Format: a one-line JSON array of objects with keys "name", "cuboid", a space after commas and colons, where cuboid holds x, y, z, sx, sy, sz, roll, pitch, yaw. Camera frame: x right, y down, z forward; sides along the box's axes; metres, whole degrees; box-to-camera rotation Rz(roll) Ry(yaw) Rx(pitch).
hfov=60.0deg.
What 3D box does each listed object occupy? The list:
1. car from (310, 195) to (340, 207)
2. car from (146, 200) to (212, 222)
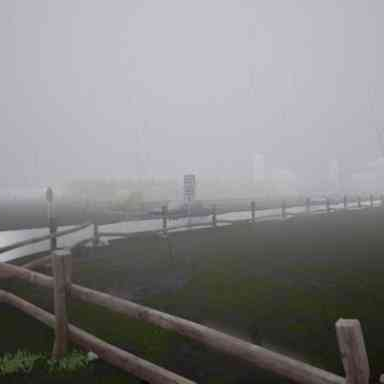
[{"name": "car", "cuboid": [16.249, 1.025, 40.765, 5.357, 1.411, 2.033, -1, 1, -44]}, {"name": "car", "cuboid": [-0.713, 1.296, 24.338, 5.357, 1.411, 2.033, -1, 1, -44]}]
